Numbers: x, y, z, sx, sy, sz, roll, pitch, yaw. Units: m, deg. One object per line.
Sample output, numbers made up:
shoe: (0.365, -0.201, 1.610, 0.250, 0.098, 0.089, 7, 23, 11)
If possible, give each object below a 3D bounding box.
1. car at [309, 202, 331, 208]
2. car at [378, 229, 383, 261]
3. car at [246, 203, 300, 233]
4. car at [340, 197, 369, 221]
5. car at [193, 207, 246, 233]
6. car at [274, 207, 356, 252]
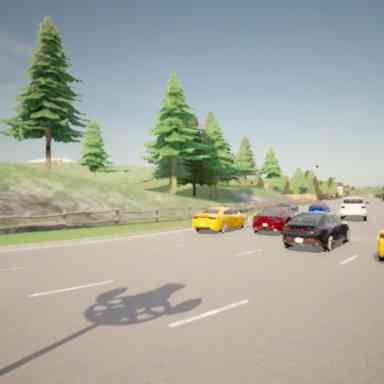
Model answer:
car: (14.113, 1.831, 36.627, 1.882, 1.535, 5.008, -1, -1, 28)
car: (8.053, 1.569, 11.868, 1.882, 1.535, 5.008, -1, -1, 39)
car: (5.429, 1.700, 20.767, 1.882, 1.535, 5.008, -1, -1, 33)
car: (15.077, 1.497, 30.926, 2.150, 2.045, 5.566, -1, -1, 28)
car: (1.954, 1.739, 21.760, 1.882, 1.535, 5.008, -1, -1, 33)
car: (5.673, 1.652, 14.907, 1.837, 1.490, 4.892, 0, 0, 38)
